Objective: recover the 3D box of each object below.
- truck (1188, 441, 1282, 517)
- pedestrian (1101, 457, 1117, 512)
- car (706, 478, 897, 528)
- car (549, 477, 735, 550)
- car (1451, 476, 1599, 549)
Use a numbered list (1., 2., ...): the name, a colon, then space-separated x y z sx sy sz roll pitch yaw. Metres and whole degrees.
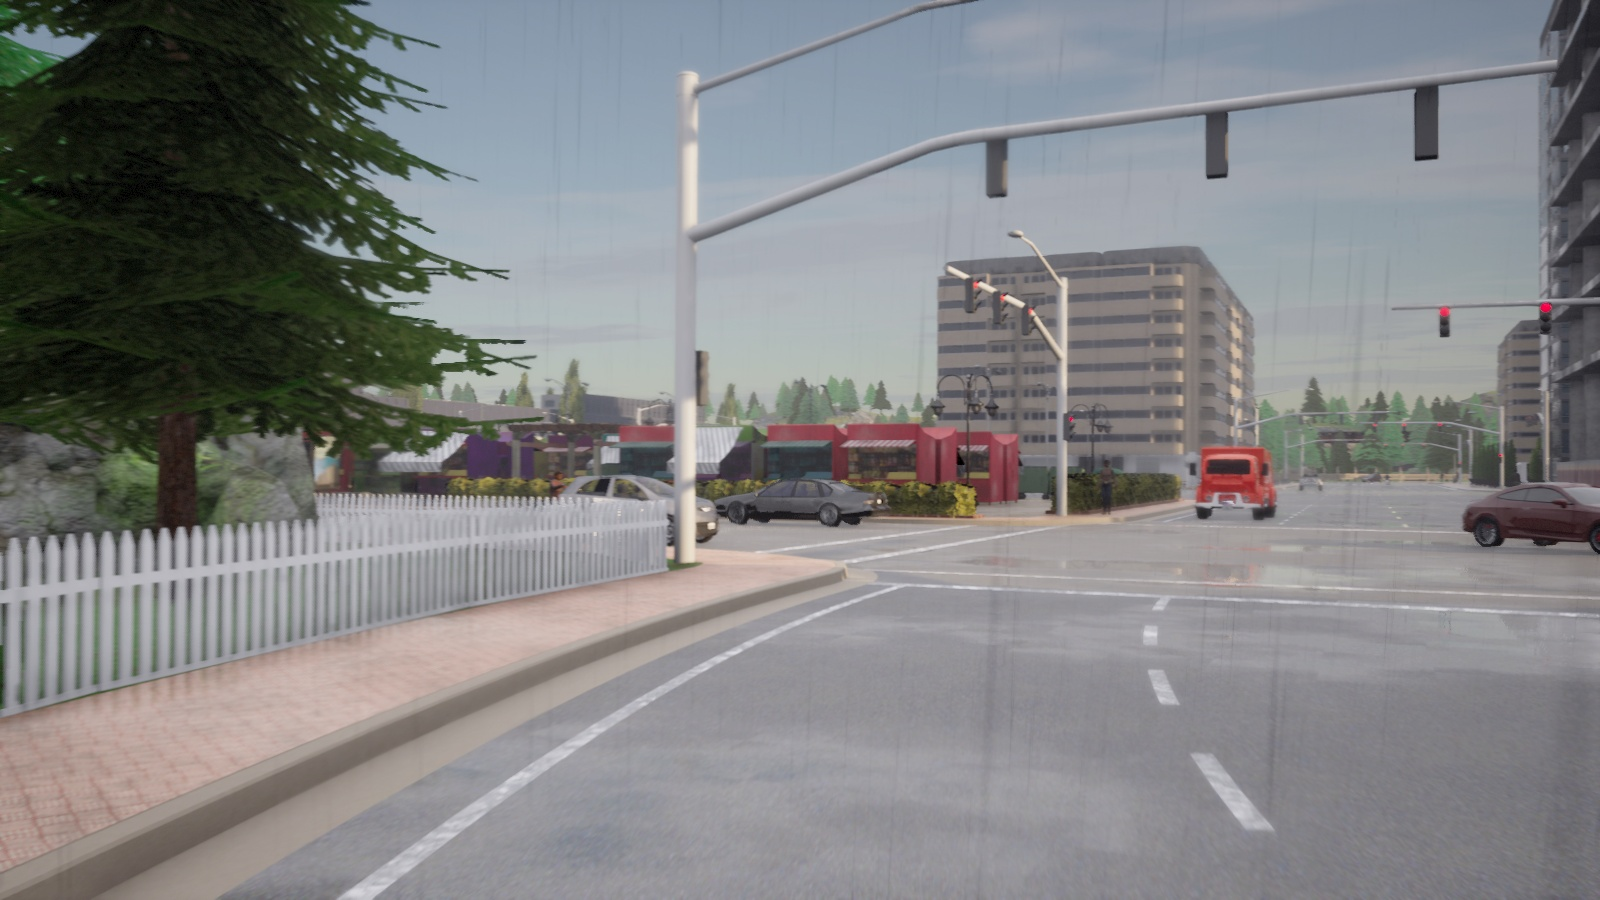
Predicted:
1. truck: 15.213 1.024 43.757 2.627 2.467 5.204 -1 -2 24
2. pedestrian: 10.289 1.140 41.851 0.328 1.805 0.869 -1 -1 27
3. car: 0.020 1.546 37.522 5.357 1.411 2.033 -1 -1 25
4. car: -3.476 1.358 27.657 3.633 1.501 1.845 -1 -1 25
5. car: 16.451 1.285 26.679 1.812 1.442 4.674 0 -1 -18
